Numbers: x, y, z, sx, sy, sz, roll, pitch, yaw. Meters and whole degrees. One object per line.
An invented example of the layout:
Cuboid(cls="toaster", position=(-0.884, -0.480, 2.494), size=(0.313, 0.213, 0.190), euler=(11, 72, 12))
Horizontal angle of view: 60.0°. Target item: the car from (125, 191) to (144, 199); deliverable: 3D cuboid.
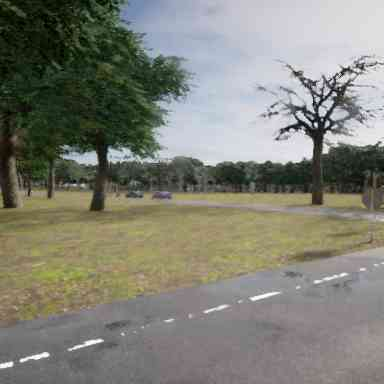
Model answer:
Cuboid(cls="car", position=(-11.208, 0.564, 65.109), size=(2.033, 1.411, 5.357), euler=(2, -1, -36))

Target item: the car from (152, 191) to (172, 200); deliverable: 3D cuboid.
Cuboid(cls="car", position=(-5.067, 0.593, 56.640), size=(1.812, 1.442, 4.674), euler=(2, -1, -35))
